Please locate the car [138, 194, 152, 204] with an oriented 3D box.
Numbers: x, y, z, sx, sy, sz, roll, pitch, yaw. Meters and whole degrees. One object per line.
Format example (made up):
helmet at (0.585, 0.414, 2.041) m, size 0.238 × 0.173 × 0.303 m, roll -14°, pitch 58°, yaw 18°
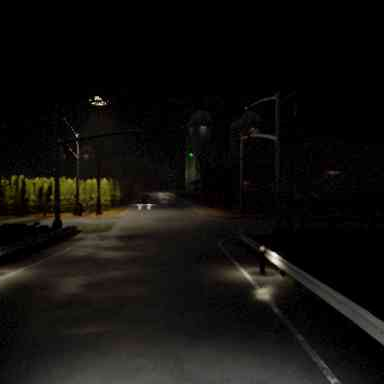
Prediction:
car at (-7.860, 1.184, 55.641) m, size 1.837 × 1.490 × 4.892 m, roll 0°, pitch 1°, yaw -7°
